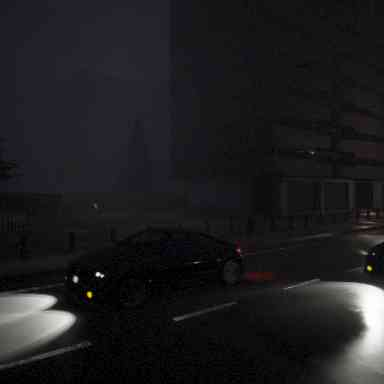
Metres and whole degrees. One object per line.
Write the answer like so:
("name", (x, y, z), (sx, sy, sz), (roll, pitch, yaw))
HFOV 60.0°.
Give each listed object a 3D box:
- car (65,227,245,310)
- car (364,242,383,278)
("car", (-0.729, 1.564, 7.851), (4.181, 1.385, 1.994), (0, 0, -37))
("car", (6.381, 1.564, 8.812), (4.181, 1.385, 1.994), (0, 0, -37))
